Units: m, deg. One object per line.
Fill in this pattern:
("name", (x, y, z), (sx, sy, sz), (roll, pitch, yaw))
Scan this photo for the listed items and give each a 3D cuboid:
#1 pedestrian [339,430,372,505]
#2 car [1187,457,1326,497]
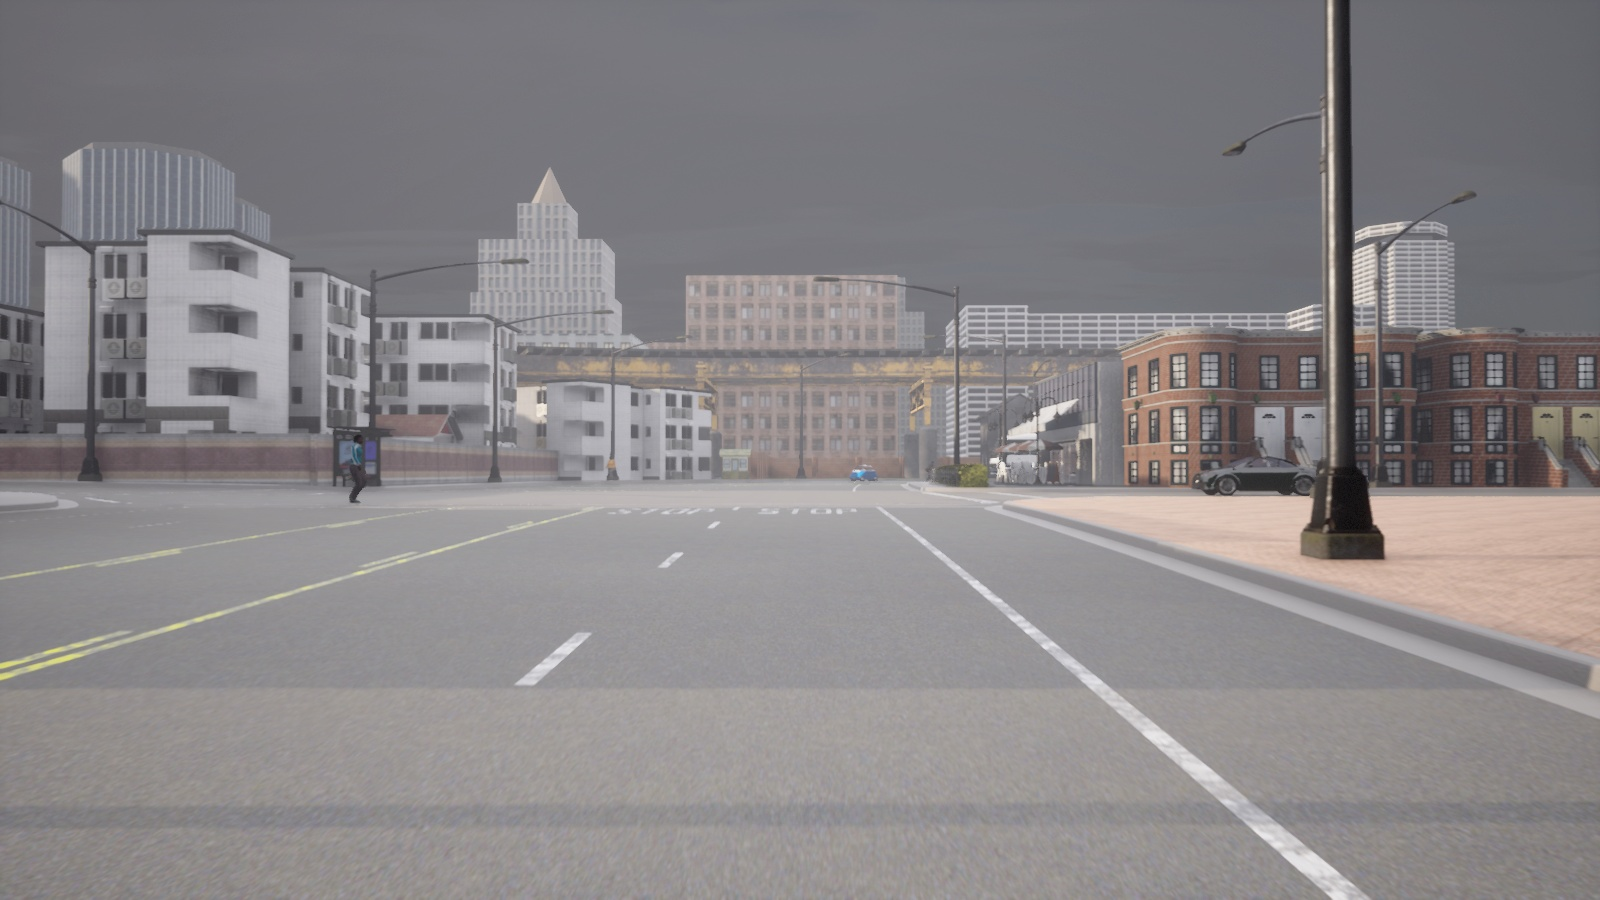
("pedestrian", (-11.495, 0.448, 32.472), (0.692, 1.930, 0.396), (0, -1, -3))
("car", (15.953, 0.949, 44.041), (4.181, 1.385, 1.994), (0, -1, 1))
